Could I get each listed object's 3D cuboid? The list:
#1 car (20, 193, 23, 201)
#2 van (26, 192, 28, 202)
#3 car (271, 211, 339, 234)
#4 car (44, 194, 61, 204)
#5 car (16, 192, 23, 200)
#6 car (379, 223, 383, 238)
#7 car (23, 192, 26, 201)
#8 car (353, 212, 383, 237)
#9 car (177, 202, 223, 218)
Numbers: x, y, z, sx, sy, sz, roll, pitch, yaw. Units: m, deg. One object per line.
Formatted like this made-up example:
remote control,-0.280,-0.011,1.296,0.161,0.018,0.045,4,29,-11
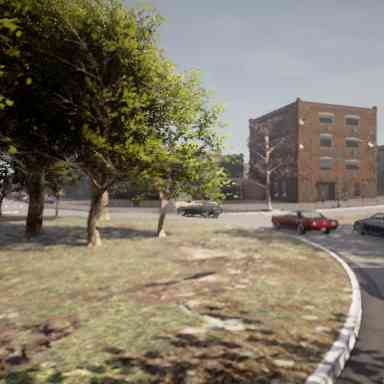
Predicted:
car,-36.396,1.518,77.171,5.008,1.535,2.097,1,0,-33
van,-31.949,1.371,70.112,4.442,1.987,1.878,1,0,-33
car,6.693,1.785,20.426,1.895,1.301,4.718,0,0,-14
car,-27.339,1.670,63.160,4.792,1.488,2.163,1,0,-33
car,-39.320,1.212,81.747,5.566,2.045,2.435,1,0,-33
car,6.321,1.692,7.945,1.895,1.301,4.718,0,0,13
car,-34.784,1.423,74.754,4.553,1.767,2.185,1,0,-33
car,10.361,1.745,17.429,1.994,1.385,4.181,0,0,-4
car,0.707,1.729,33.352,4.902,1.511,2.128,0,-1,35
